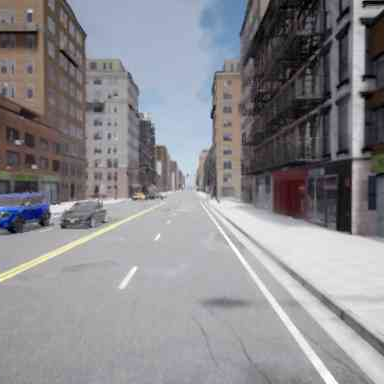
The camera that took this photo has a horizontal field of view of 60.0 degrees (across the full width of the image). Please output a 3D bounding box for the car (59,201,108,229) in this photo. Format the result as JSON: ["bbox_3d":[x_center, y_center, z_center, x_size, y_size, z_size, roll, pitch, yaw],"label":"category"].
[{"bbox_3d":[-6.598,1.374,20.731,1.837,1.490,4.892,0,0,0],"label":"car"}]

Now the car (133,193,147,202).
[{"bbox_3d":[-9.745,0.995,61.603,1.882,1.535,5.008,0,0,0],"label":"car"}]

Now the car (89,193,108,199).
[{"bbox_3d":[-21.513,0.850,76.287,4.206,1.307,1.802,1,0,0],"label":"car"}]

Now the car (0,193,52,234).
[{"bbox_3d":[-9.849,1.100,18.562,2.150,2.045,5.566,0,1,0],"label":"car"}]

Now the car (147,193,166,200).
[{"bbox_3d":[-6.495,0.739,61.599,2.128,1.511,4.902,0,0,0],"label":"car"}]
